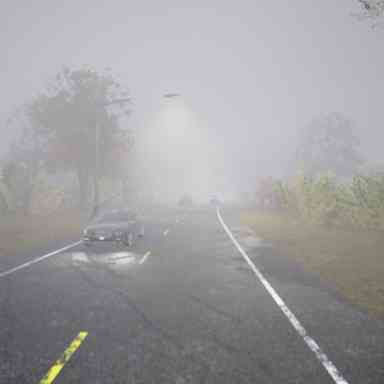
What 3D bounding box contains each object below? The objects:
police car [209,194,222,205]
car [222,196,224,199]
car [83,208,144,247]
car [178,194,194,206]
[{"bbox_3d":[4.089,1.570,60.535,1.930,1.638,5.238,0,0,6],"label":"police car"},{"bbox_3d":[5.139,1.414,70.355,2.150,2.045,5.566,0,0,7],"label":"car"},{"bbox_3d":[-3.368,1.518,15.082,1.837,1.490,4.892,0,0,2],"label":"car"},{"bbox_3d":[-0.959,1.338,55.990,2.150,2.045,5.566,0,0,6],"label":"car"}]
